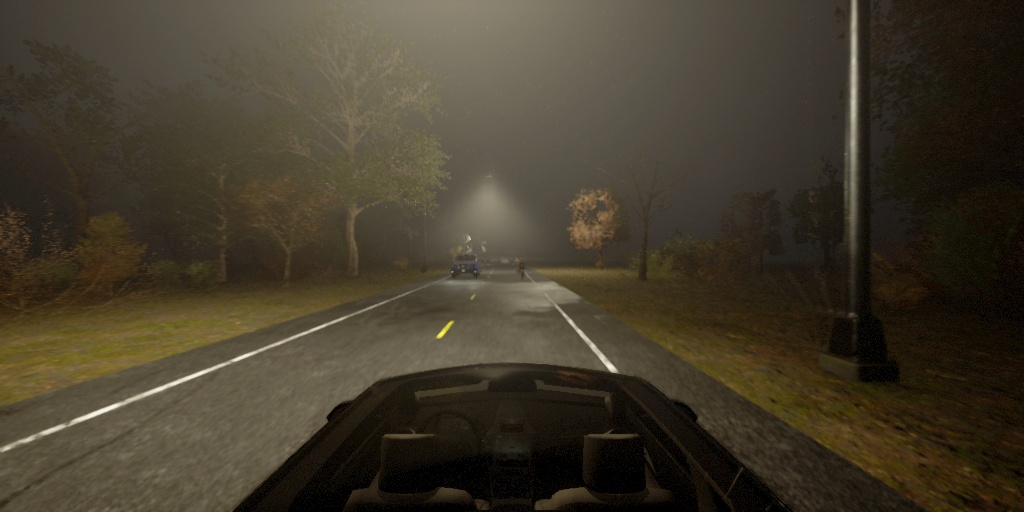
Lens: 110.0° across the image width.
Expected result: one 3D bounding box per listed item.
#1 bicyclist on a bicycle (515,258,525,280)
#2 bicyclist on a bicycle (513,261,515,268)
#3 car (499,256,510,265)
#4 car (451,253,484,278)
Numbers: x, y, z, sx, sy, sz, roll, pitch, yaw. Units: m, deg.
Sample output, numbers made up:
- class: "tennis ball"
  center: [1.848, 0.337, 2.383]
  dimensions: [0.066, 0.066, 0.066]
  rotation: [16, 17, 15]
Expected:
- class: "bicyclist on a bicycle"
  center: [0.743, 1.048, 26.826]
  dimensions: [0.582, 1.620, 1.656]
  rotation: [0, 0, -1]
- class: "bicyclist on a bicycle"
  center: [0.510, 0.969, 37.055]
  dimensions: [0.866, 1.612, 1.509]
  rotation: [0, 0, -1]
- class: "car"
  center: [-1.339, 0.891, 64.163]
  dimensions: [1.812, 1.442, 4.674]
  rotation: [0, 0, -2]
- class: "car"
  center: [-3.891, 0.798, 31.076]
  dimensions: [2.150, 2.045, 5.566]
  rotation: [0, 0, -1]
